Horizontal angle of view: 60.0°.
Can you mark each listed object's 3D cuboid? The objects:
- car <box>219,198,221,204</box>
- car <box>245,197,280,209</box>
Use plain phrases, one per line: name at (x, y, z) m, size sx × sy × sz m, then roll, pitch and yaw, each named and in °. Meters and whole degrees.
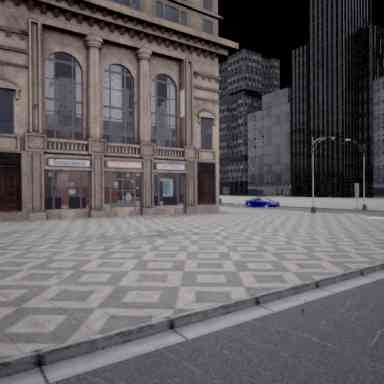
car at (2.940, 1.314, 56.711) m, size 1.882 × 1.535 × 5.008 m, roll -1°, pitch 1°, yaw -34°
car at (8.923, 1.387, 42.261) m, size 1.882 × 1.535 × 5.008 m, roll -1°, pitch 1°, yaw -34°
